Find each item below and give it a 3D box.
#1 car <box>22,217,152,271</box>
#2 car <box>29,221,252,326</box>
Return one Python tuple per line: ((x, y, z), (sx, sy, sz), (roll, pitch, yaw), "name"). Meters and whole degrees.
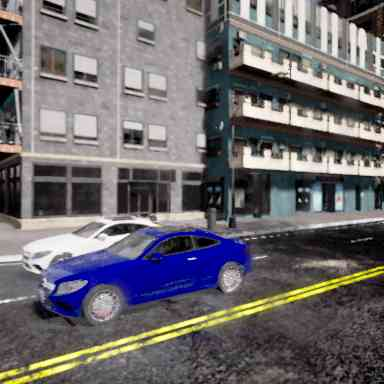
((-2.448, 1.504, 9.923), (4.674, 1.442, 1.812), (0, 0, -35), "car")
((-0.723, 1.505, 7.162), (4.674, 1.442, 1.812), (0, 0, -35), "car")
